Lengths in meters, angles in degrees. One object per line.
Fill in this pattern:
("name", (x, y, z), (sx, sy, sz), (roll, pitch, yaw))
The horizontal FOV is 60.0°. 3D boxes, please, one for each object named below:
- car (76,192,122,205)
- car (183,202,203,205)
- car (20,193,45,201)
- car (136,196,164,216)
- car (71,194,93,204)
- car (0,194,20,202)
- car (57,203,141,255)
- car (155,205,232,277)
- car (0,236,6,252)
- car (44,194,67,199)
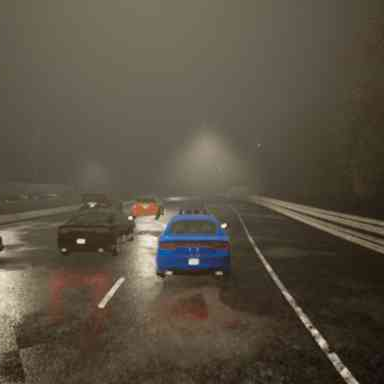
("car", (-6.934, 1.011, 25.906), (2.150, 2.045, 5.566), (0, 1, 1))
("car", (0.063, 1.391, 25.546), (1.895, 1.301, 4.718), (0, 0, 0))
("car", (-24.548, 0.941, 52.638), (2.097, 1.767, 4.553), (0, 0, 0))
("car", (-3.430, 1.132, 26.665), (2.097, 1.767, 4.553), (0, 0, 0))
("car", (-17.553, 1.090, 53.134), (1.837, 1.490, 4.892), (0, 1, 0))
("car", (-28.048, 1.102, 51.365), (1.837, 1.490, 4.892), (0, 0, 0))
("car", (-3.425, 1.370, 12.767), (1.882, 1.535, 5.008), (0, 0, 0))
("car", (0.059, 1.393, 9.972), (1.882, 1.535, 5.008), (0, 1, 0))
("car", (-6.955, 1.477, 8.285), (2.033, 1.411, 5.357), (0, 1, 0))
("car", (-21.047, 1.191, 52.561), (1.895, 1.301, 4.718), (0, 0, 1))
